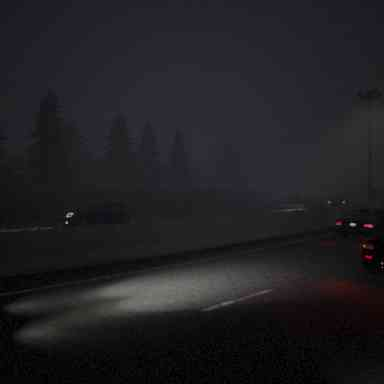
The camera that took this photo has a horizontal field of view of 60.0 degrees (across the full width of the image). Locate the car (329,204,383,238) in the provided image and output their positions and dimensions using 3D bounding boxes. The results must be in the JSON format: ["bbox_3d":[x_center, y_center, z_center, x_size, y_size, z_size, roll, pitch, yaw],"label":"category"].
[{"bbox_3d":[8.730,1.454,16.227,2.033,1.411,5.357,0,0,44],"label":"car"}]

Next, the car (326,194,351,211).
[{"bbox_3d":[17.100,1.152,38.612,2.097,1.767,4.553,0,0,31],"label":"car"}]

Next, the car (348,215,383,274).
[{"bbox_3d":[6.314,1.464,9.186,4.674,1.442,1.812,-1,0,-42],"label":"car"}]

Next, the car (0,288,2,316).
[{"bbox_3d":[-5.352,1.521,4.393,4.902,1.511,2.128,0,0,-34],"label":"car"}]

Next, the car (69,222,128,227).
[{"bbox_3d":[-6.385,1.352,21.578,4.553,1.767,2.097,-1,0,-42],"label":"car"}]
